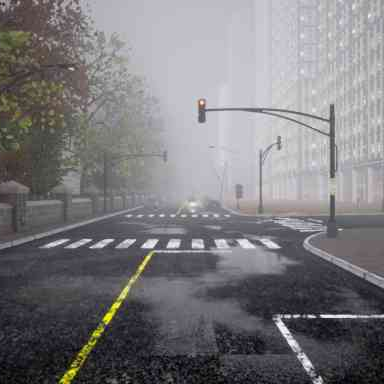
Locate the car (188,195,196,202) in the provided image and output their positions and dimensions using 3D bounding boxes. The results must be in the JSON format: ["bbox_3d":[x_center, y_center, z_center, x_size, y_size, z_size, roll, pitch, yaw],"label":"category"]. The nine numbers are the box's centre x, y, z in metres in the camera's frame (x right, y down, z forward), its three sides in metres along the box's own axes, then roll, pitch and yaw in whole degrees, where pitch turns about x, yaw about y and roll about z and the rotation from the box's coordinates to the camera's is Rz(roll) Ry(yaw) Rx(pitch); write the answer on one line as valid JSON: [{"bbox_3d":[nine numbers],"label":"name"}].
[{"bbox_3d":[-0.004,1.570,80.044,1.837,1.490,4.892,0,0,0],"label":"car"}]

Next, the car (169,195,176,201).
[{"bbox_3d":[-5.692,1.626,86.565,1.887,1.381,4.507,0,0,0],"label":"car"}]

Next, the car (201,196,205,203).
[{"bbox_3d":[2.689,1.592,47.139,1.947,1.339,4.313,0,0,0],"label":"car"}]

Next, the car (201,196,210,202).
[{"bbox_3d":[3.146,1.590,76.818,1.812,1.442,4.674,0,0,0],"label":"car"}]

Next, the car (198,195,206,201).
[{"bbox_3d":[2.688,1.642,92.197,2.008,1.369,4.403,0,0,0],"label":"car"}]

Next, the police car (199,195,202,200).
[{"bbox_3d":[3.132,1.478,69.928,1.930,1.638,5.238,0,0,0],"label":"police car"}]

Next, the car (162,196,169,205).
[{"bbox_3d":[-5.691,1.478,58.404,1.967,1.590,4.097,0,0,0],"label":"car"}]

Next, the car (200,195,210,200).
[{"bbox_3d":[2.689,1.597,52.771,1.947,1.339,4.313,0,0,0],"label":"car"}]

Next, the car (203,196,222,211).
[{"bbox_3d":[2.689,1.587,41.506,1.947,1.339,4.313,0,0,0],"label":"car"}]

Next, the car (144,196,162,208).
[{"bbox_3d":[-5.691,1.608,47.138,1.802,1.307,4.206,0,0,0],"label":"car"}]

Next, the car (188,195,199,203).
[{"bbox_3d":[0.042,1.566,71.027,2.128,1.511,4.902,0,0,0],"label":"car"}]
